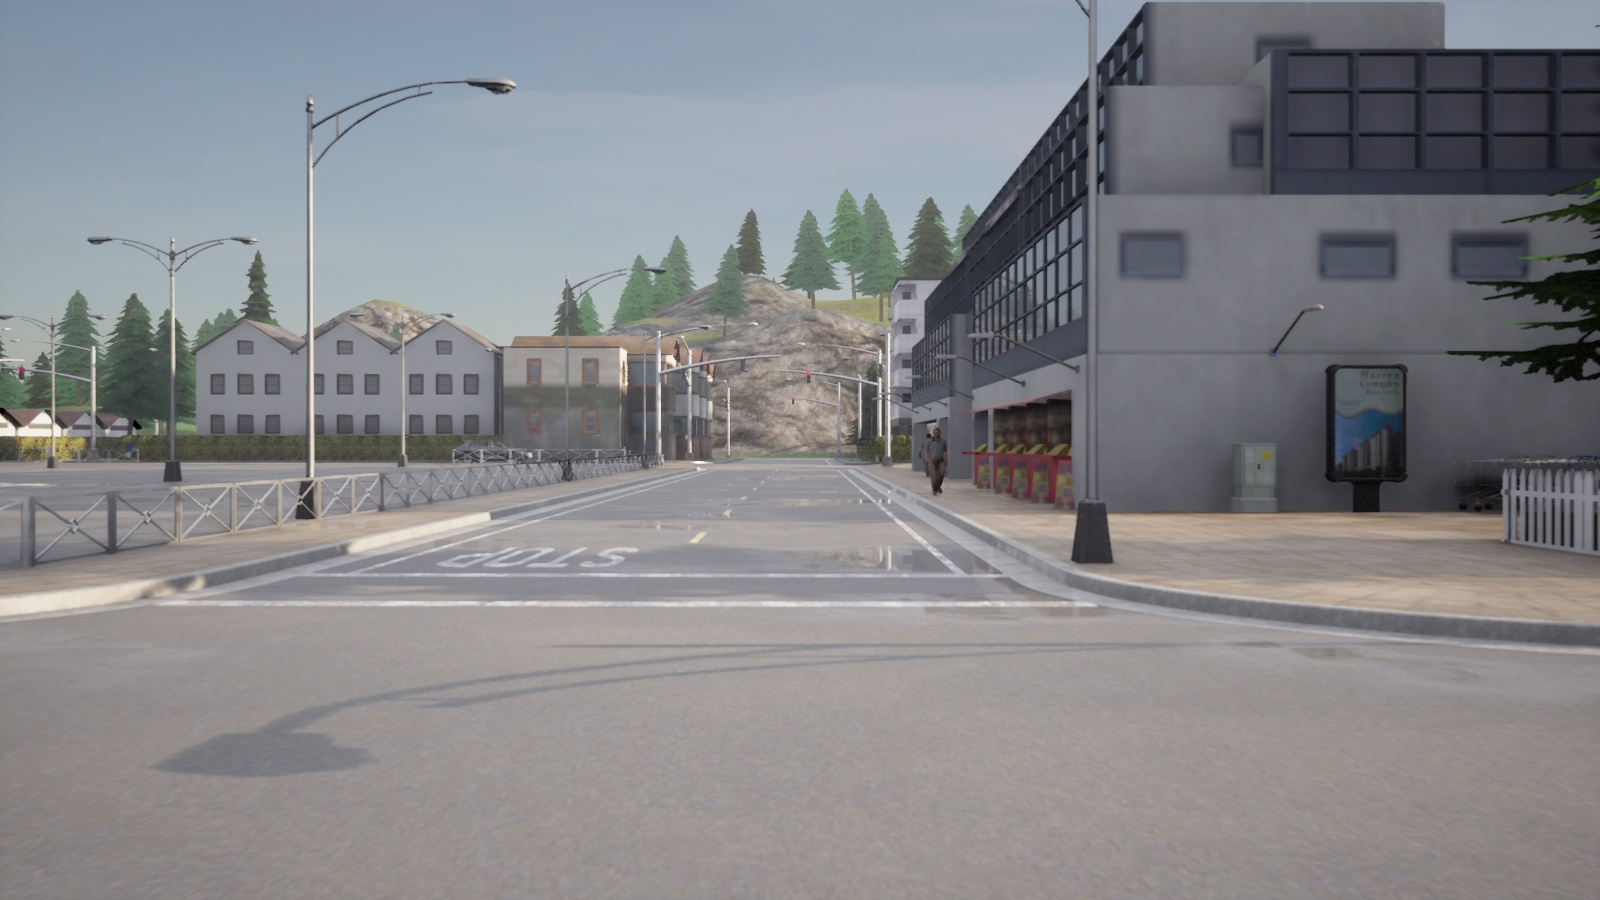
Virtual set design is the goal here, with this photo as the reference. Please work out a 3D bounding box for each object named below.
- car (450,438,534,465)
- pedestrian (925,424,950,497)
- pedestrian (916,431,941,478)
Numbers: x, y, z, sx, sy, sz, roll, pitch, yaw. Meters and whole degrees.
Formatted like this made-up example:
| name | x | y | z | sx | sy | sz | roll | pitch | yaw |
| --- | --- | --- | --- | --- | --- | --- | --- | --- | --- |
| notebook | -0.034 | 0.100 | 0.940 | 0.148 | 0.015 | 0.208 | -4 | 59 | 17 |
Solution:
| name | x | y | z | sx | sy | sz | roll | pitch | yaw |
| --- | --- | --- | --- | --- | --- | --- | --- | --- | --- |
| car | -19.551 | 0.090 | 79.935 | 4.856 | 1.649 | 2.033 | 0 | 0 | 0 |
| pedestrian | 3.531 | 0.264 | 32.269 | 0.540 | 1.848 | 0.694 | 0 | 0 | -3 |
| pedestrian | 5.127 | 0.187 | 50.134 | 0.874 | 1.855 | 0.900 | 0 | 0 | -3 |
